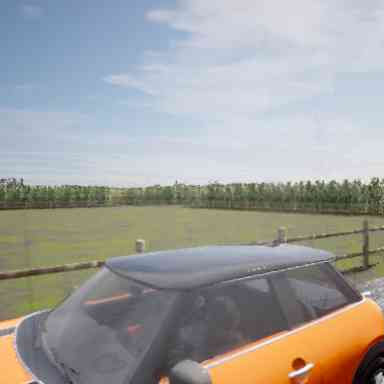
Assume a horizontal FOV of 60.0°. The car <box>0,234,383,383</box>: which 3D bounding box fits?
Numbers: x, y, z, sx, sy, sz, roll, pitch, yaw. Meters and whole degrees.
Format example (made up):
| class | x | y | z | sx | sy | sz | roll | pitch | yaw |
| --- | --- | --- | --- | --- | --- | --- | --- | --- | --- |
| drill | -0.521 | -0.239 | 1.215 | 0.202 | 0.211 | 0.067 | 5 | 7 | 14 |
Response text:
| class | x | y | z | sx | sy | sz | roll | pitch | yaw |
| --- | --- | --- | --- | --- | --- | --- | --- | --- | --- |
| car | -0.225 | 1.356 | 2.903 | 4.553 | 1.767 | 2.097 | 0 | 0 | -35 |
